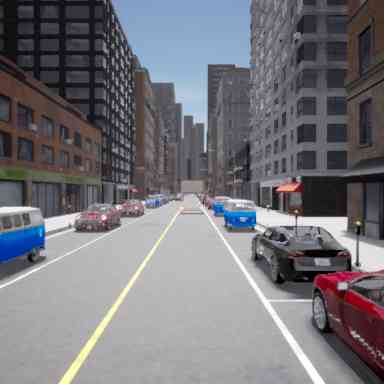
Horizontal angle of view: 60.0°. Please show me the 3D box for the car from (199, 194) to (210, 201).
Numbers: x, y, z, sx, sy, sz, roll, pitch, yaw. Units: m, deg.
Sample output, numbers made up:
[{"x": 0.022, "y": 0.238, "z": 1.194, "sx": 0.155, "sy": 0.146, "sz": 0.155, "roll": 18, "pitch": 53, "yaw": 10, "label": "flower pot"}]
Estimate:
[{"x": 2.855, "y": 1.306, "z": 58.868, "sx": 2.192, "sy": 1.841, "sz": 5.009, "roll": 0, "pitch": 0, "yaw": 0, "label": "car"}]

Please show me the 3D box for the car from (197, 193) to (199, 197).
[{"x": 2.855, "y": 1.546, "z": 80.874, "sx": 2.008, "sy": 1.369, "sz": 4.403, "roll": 0, "pitch": 0, "yaw": 0, "label": "car"}]

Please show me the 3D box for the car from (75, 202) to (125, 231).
[{"x": -5.670, "y": 1.437, "z": 20.359, "sx": 1.967, "sy": 1.590, "sz": 4.097, "roll": 0, "pitch": 0, "yaw": 0, "label": "car"}]

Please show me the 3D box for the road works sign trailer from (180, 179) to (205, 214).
[{"x": 0.000, "y": 0.458, "z": 34.040, "sx": 2.380, "sy": 3.560, "sz": 2.880, "roll": 0, "pitch": 0, "yaw": 0, "label": "road works sign trailer"}]

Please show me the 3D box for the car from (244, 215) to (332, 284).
[{"x": 2.856, "y": 1.564, "z": 9.356, "sx": 1.947, "sy": 1.339, "sz": 4.313, "roll": 0, "pitch": 0, "yaw": 0, "label": "car"}]

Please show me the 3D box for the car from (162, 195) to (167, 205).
[{"x": -5.670, "y": 1.542, "z": 53.367, "sx": 2.008, "sy": 1.369, "sz": 4.403, "roll": 0, "pitch": 0, "yaw": 0, "label": "car"}]

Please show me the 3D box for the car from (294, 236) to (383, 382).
[{"x": 2.856, "y": 1.544, "z": 3.855, "sx": 1.887, "sy": 1.381, "sz": 4.507, "roll": 0, "pitch": 0, "yaw": 0, "label": "car"}]

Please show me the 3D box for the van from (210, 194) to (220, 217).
[{"x": 2.856, "y": 1.336, "z": 31.362, "sx": 1.690, "sy": 1.788, "sz": 3.998, "roll": 0, "pitch": 0, "yaw": 0, "label": "van"}]

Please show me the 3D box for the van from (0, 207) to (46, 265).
[{"x": -5.670, "y": 1.339, "z": 9.356, "sx": 1.690, "sy": 1.788, "sz": 3.998, "roll": 0, "pitch": 0, "yaw": 0, "label": "van"}]

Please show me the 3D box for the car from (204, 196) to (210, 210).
[{"x": 2.856, "y": 1.575, "z": 42.365, "sx": 1.802, "sy": 1.307, "sz": 4.206, "roll": 0, "pitch": 0, "yaw": 0, "label": "car"}]

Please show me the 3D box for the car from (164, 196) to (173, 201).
[{"x": -5.670, "y": 1.561, "z": 80.874, "sx": 1.947, "sy": 1.339, "sz": 4.313, "roll": 0, "pitch": 0, "yaw": 0, "label": "car"}]

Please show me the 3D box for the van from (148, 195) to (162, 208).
[{"x": -5.670, "y": 1.333, "z": 47.867, "sx": 1.690, "sy": 1.788, "sz": 3.998, "roll": 0, "pitch": 0, "yaw": 0, "label": "van"}]

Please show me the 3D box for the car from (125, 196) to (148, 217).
[{"x": -5.669, "y": 1.435, "z": 31.362, "sx": 1.967, "sy": 1.590, "sz": 4.097, "roll": 0, "pitch": 0, "yaw": 0, "label": "car"}]

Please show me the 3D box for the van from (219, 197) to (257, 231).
[{"x": 2.856, "y": 1.338, "z": 20.359, "sx": 1.690, "sy": 1.788, "sz": 3.998, "roll": 0, "pitch": 0, "yaw": 0, "label": "van"}]

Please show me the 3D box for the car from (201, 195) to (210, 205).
[{"x": 2.856, "y": 1.573, "z": 53.367, "sx": 1.802, "sy": 1.307, "sz": 4.206, "roll": 0, "pitch": 0, "yaw": 0, "label": "car"}]

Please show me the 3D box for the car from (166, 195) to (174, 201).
[{"x": -5.670, "y": 1.578, "z": 86.375, "sx": 1.802, "sy": 1.307, "sz": 4.206, "roll": 0, "pitch": 0, "yaw": 0, "label": "car"}]

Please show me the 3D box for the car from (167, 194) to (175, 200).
[{"x": -5.670, "y": 1.438, "z": 91.877, "sx": 1.967, "sy": 1.590, "sz": 4.097, "roll": 0, "pitch": 0, "yaw": 0, "label": "car"}]

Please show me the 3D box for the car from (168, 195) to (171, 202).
[{"x": -5.669, "y": 1.558, "z": 64.370, "sx": 1.947, "sy": 1.339, "sz": 4.313, "roll": 0, "pitch": 0, "yaw": 0, "label": "car"}]

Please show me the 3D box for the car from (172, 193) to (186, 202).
[{"x": -3.000, "y": 1.507, "z": 76.740, "sx": 2.033, "sy": 1.411, "sz": 5.357, "roll": 0, "pitch": 0, "yaw": 0, "label": "car"}]
